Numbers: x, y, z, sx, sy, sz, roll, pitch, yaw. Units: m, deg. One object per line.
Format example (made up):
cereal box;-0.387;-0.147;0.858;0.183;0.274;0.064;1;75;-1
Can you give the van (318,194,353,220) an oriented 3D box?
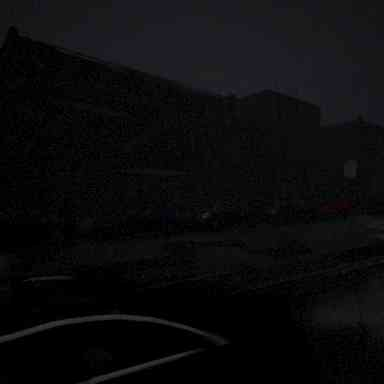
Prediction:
van;10.668;1.131;26.130;4.442;1.987;1.878;0;0;-36

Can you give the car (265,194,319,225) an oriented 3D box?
car;6.297;1.251;22.997;4.553;1.767;2.185;0;0;-36

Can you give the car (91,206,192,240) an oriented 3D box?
car;-2.605;1.457;16.615;4.674;1.452;2.002;0;0;-36

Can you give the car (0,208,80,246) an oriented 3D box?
car;-7.091;1.438;13.398;4.892;1.521;2.231;0;0;-36

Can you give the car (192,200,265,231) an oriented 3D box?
car;1.807;1.271;19.778;4.553;1.767;2.185;0;0;-36

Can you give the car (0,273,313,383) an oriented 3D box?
car;-0.999;1.488;2.727;4.902;1.511;2.128;0;0;-35

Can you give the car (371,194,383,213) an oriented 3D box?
car;19.822;1.064;32.693;5.566;2.045;2.435;0;0;-36
